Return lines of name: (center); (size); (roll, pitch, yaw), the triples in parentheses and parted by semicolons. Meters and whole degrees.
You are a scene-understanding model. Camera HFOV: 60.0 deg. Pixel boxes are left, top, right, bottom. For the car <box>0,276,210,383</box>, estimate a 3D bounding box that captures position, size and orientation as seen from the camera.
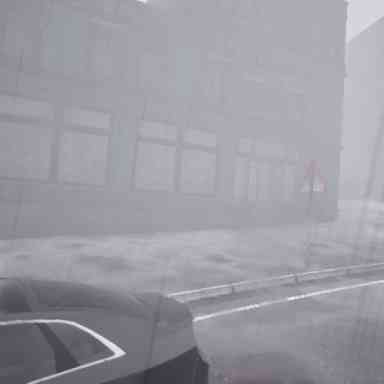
car: (-2.132, 1.500, 2.206); (4.892, 1.490, 1.837); (0, -1, -35)
